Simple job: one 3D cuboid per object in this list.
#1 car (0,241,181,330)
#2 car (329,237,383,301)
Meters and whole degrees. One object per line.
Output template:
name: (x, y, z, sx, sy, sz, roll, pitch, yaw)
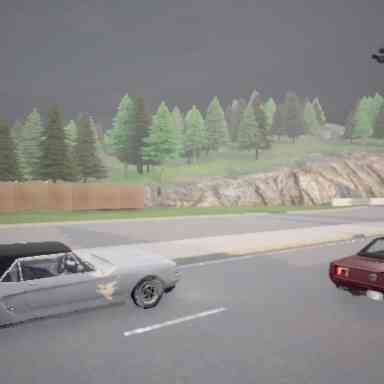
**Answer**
car: (-2.577, 1.608, 6.205, 4.718, 1.301, 1.895, 0, 0, -35)
car: (5.213, 1.644, 7.461, 4.718, 1.301, 1.895, 0, 0, -35)
